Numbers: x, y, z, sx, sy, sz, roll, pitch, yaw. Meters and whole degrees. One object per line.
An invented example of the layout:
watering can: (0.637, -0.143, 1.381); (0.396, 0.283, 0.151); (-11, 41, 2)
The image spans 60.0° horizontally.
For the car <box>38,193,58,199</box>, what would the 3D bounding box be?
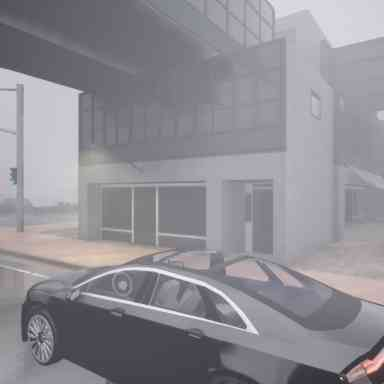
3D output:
car: (-30.613, 1.153, 69.413); (4.605, 1.855, 1.932); (0, 0, 35)

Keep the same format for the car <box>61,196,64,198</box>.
car: (-12.587, 1.478, 39.671); (1.882, 1.535, 5.008); (0, 0, 37)

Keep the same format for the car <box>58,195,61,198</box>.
car: (-28.886, 1.364, 71.739); (3.905, 1.438, 1.784); (0, 0, 35)

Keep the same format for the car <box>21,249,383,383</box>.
car: (-0.235, 1.492, 4.160); (4.902, 1.511, 2.128); (0, 0, 35)

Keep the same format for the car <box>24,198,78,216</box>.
car: (-13.426, 1.601, 32.665); (1.895, 1.301, 4.718); (0, 0, 36)

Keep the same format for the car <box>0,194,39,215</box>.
car: (-17.924, 1.352, 32.439); (2.097, 1.767, 4.553); (0, 0, 36)
